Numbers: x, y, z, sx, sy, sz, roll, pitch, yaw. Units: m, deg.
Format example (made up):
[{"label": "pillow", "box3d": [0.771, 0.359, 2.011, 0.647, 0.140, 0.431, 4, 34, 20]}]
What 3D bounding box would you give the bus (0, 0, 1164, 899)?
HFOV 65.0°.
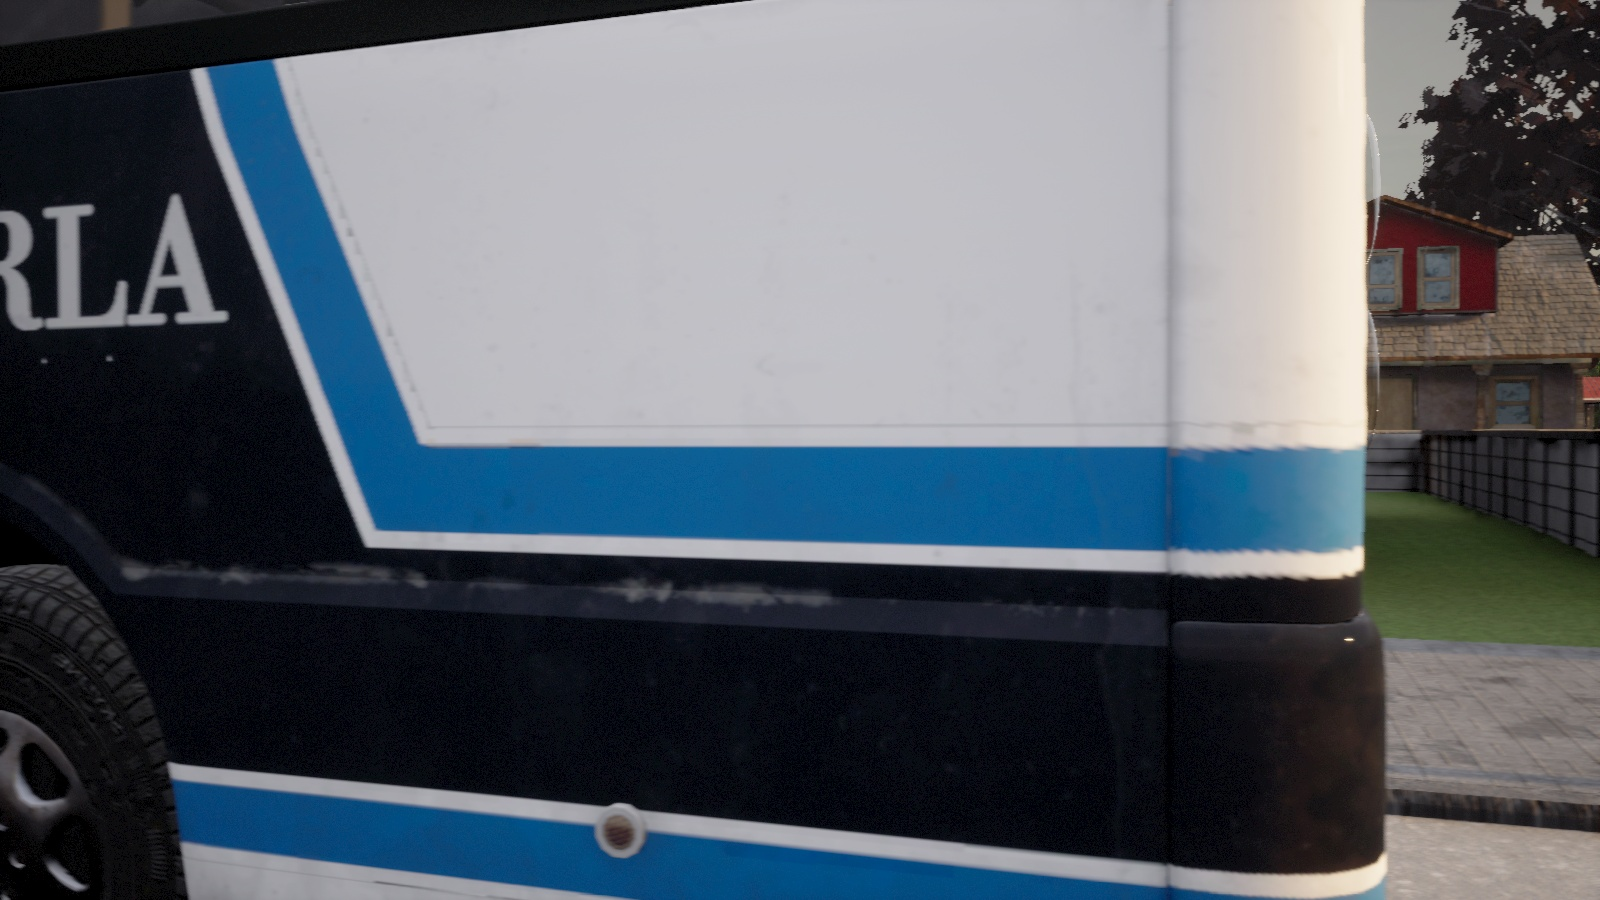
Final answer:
[{"label": "bus", "box3d": [-3.979, -0.646, 5.039, 10.273, 4.253, 3.944, 1, 1, 19]}]
